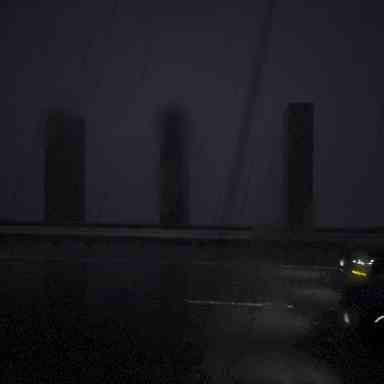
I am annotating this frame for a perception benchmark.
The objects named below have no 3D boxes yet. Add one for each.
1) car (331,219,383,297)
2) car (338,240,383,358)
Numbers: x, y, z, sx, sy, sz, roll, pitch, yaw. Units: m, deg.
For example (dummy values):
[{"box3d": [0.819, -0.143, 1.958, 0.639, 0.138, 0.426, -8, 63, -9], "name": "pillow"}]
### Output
[{"box3d": [6.042, 1.495, 7.716, 4.892, 1.490, 1.837, 0, 0, 8], "name": "car"}, {"box3d": [4.508, 1.527, 4.397, 4.674, 1.442, 1.812, 0, 0, 8], "name": "car"}]
